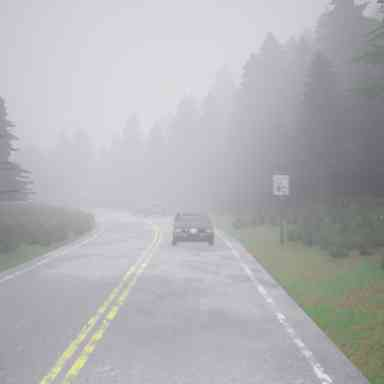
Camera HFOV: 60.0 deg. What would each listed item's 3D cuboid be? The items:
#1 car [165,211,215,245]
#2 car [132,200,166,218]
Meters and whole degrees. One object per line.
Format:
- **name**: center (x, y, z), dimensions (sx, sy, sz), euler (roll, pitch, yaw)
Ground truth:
- **car**: center (-0.014, 1.571, 15.444), dimensions (2.033, 1.411, 5.357), euler (0, 0, -2)
- **car**: center (-3.990, 1.512, 30.573), dimensions (2.128, 1.511, 4.902), euler (2, -1, -28)
